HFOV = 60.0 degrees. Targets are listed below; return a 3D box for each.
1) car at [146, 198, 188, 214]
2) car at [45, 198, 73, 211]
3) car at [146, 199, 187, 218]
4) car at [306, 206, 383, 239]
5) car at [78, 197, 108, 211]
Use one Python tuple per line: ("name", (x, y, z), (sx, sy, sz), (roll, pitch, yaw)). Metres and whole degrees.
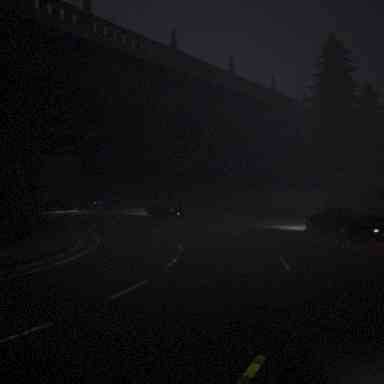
("car", (-2.879, 1.472, 36.726), (2.128, 1.511, 4.902), (0, 0, -40))
("car", (-16.282, 1.506, 40.483), (4.892, 1.490, 1.837), (-1, -1, 45))
("car", (-2.456, 1.587, 30.580), (1.895, 1.301, 4.718), (0, 0, -35))
("car", (7.816, 1.485, 17.318), (1.837, 1.490, 4.892), (1, 0, -11))
("car", (-12.508, 1.346, 41.729), (2.097, 1.767, 4.553), (0, 0, -45))
